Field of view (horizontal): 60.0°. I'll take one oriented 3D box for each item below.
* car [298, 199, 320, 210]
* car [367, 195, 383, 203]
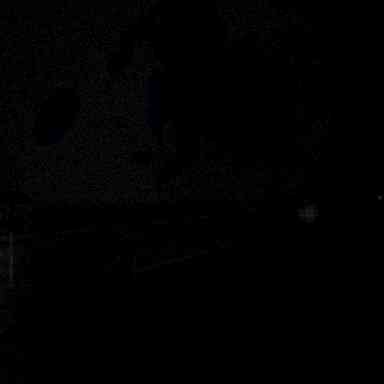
[{"bbox_3d":[16.021,1.713,45.423,1.994,1.385,4.181,-1,0,36],"label":"car"},{"bbox_3d":[41.520,1.481,76.081,2.097,1.767,4.553,-1,0,36],"label":"car"}]
